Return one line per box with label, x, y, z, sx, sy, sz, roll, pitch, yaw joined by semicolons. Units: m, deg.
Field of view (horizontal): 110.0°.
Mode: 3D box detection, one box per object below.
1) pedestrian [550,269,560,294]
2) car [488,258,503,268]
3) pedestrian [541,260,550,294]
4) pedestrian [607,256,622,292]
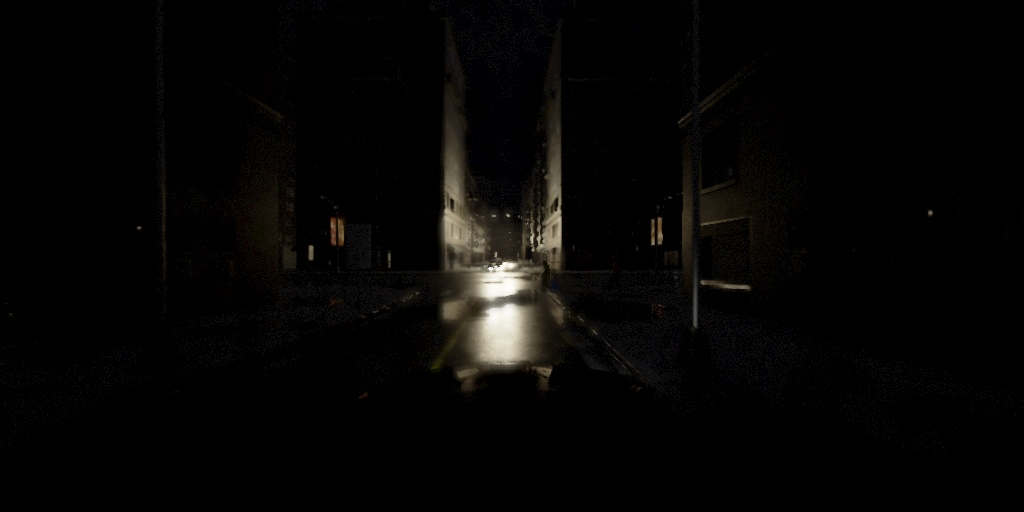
pedestrian;2.127;1.156;17.158;0.375;1.300;0.375;0;0;0
car;-2.959;1.201;61.229;2.128;1.511;4.902;0;0;1
pedestrian;1.773;1.006;18.357;0.375;1.860;0.375;0;0;0
pedestrian;5.082;0.876;17.757;0.375;1.860;0.375;0;0;0
